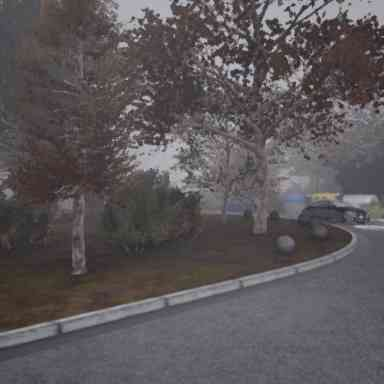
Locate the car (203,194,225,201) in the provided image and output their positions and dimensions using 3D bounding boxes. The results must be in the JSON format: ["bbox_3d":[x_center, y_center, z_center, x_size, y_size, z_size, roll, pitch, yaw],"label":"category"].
[{"bbox_3d":[4.906,1.141,74.447,2.231,1.521,4.892,-1,1,-35],"label":"car"}]

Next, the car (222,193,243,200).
[{"bbox_3d":[9.472,1.031,77.705,2.097,1.535,5.008,-1,1,-35],"label":"car"}]

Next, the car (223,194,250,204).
[{"bbox_3d":[8.094,1.249,60.656,2.097,1.535,5.008,-1,1,-35],"label":"car"}]

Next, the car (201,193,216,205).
[{"bbox_3d":[1.378,1.177,55.894,2.435,2.045,5.566,-2,1,-35],"label":"car"}]

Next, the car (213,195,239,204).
[{"bbox_3d":[5.931,1.345,59.110,2.002,1.452,4.674,-1,1,-35],"label":"car"}]

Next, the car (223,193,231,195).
[{"bbox_3d":[3.544,1.117,57.440,2.435,2.045,5.566,-2,1,-35],"label":"car"}]

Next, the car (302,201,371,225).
[{"bbox_3d":[8.909,1.241,20.856,1.994,1.385,4.181,2,-1,-24],"label":"car"}]

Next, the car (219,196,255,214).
[{"bbox_3d":[5.033,1.457,33.858,1.882,1.535,5.008,3,-3,-34],"label":"car"}]
